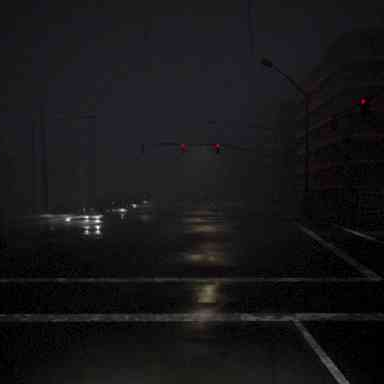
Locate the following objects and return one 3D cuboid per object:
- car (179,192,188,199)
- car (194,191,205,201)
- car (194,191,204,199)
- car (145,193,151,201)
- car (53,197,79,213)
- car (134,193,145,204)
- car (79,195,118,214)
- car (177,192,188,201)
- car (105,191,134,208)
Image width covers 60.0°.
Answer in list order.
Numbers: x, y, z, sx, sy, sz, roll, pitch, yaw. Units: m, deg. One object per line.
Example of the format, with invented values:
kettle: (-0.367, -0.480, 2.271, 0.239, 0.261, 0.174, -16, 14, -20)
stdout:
car: (-1.887, 0.741, 75.821, 2.033, 1.411, 5.357, 0, 1, 1)
car: (1.568, 0.874, 64.358, 2.128, 1.511, 4.902, 0, 1, 1)
car: (1.613, 0.555, 75.829, 2.097, 1.767, 4.553, 0, 1, 1)
car: (-9.086, 0.947, 63.513, 2.033, 1.411, 5.357, 0, 1, 1)
car: (-13.003, 1.346, 35.359, 1.882, 1.535, 5.008, 0, 1, 1)
car: (-9.274, 1.132, 52.978, 2.033, 1.411, 5.357, 0, 1, 1)
car: (-9.515, 1.369, 34.292, 2.128, 1.511, 4.902, 0, 1, 1)
car: (-1.926, 0.917, 65.170, 2.033, 1.411, 5.357, 0, 1, 1)
car: (-9.397, 1.106, 43.333, 2.097, 1.767, 4.553, 0, 1, 1)
